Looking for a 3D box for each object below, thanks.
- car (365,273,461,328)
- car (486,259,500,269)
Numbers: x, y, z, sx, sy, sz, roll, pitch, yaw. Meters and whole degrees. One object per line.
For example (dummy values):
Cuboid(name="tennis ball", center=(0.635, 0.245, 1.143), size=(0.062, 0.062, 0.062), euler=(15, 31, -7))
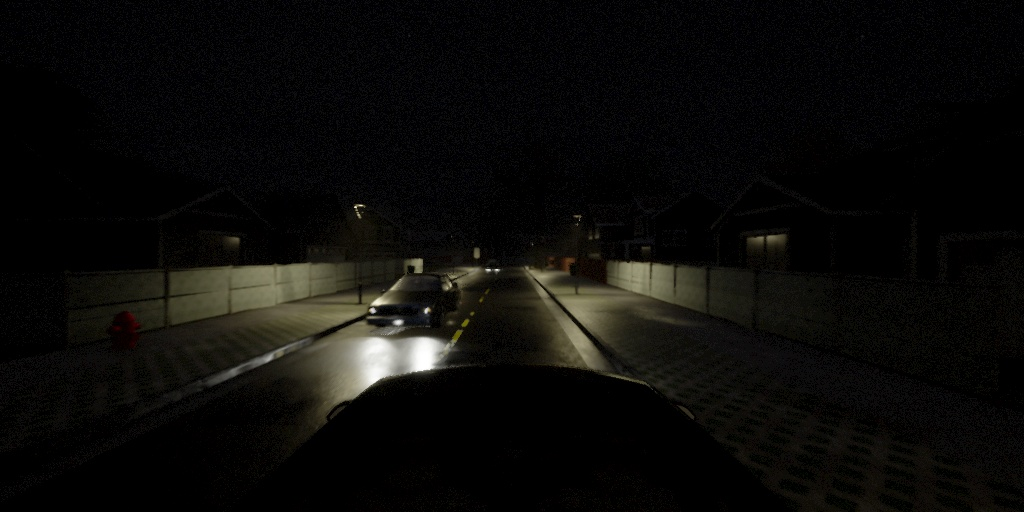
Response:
Cuboid(name="car", center=(-2.849, 1.279, 11.639), size=(2.033, 1.411, 5.357), euler=(0, 0, 0))
Cuboid(name="car", center=(-2.795, 1.157, 53.225), size=(2.033, 1.411, 5.357), euler=(0, 0, 1))
